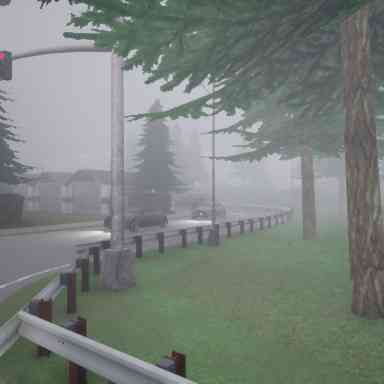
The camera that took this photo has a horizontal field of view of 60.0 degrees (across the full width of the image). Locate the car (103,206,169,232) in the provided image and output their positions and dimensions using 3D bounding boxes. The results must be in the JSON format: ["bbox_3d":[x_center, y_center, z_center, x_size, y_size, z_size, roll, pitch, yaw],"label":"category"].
[{"bbox_3d":[-3.319,1.549,20.319,1.994,1.385,4.181,0,0,35],"label":"car"}]

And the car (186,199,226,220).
[{"bbox_3d":[1.461,1.549,27.897,1.994,1.385,4.181,0,0,22],"label":"car"}]

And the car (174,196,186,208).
[{"bbox_3d":[0.198,1.220,45.297,5.566,2.045,2.150,0,0,36],"label":"car"}]

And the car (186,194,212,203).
[{"bbox_3d":[1.750,1.342,37.803,2.097,1.767,4.553,0,0,-34],"label":"car"}]
